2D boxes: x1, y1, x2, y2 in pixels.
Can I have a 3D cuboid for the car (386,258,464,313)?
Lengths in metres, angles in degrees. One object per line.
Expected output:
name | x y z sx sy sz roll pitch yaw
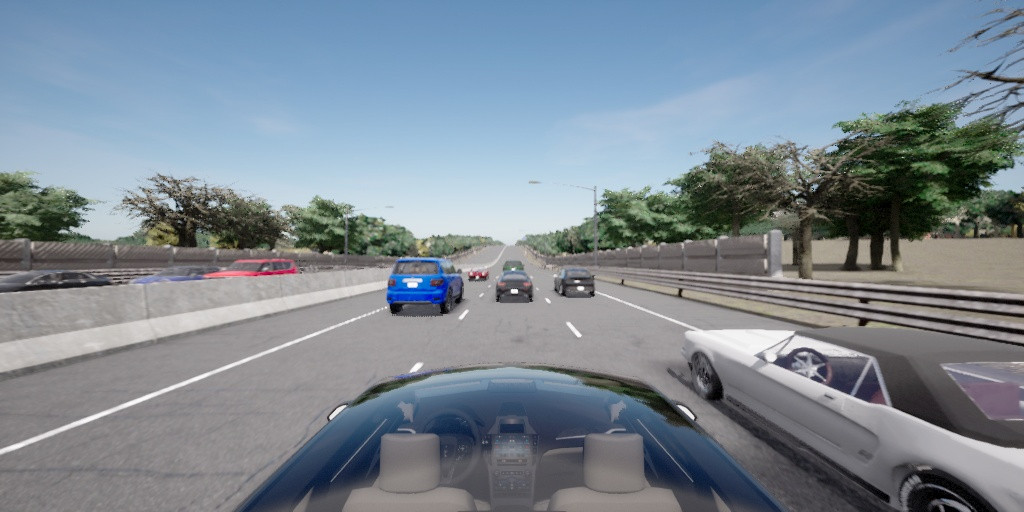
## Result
car | -3.390 1.119 14.904 2.150 2.045 5.566 0 -1 0

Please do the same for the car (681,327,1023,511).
car | 3.600 1.369 3.560 1.895 1.301 4.718 0 -1 0

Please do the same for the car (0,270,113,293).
car | -21.089 1.418 16.035 1.837 1.490 4.892 0 -1 0

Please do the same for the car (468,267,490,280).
car | -3.372 1.830 37.358 1.895 1.301 4.718 0 -1 0

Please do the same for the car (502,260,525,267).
car | 0.128 1.443 36.869 2.150 2.045 5.566 0 -1 0

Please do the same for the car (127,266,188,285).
car | -17.585 1.305 19.143 2.097 1.767 4.553 0 -1 0

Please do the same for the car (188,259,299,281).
car | -14.086 1.182 19.725 2.150 2.045 5.566 0 -1 0

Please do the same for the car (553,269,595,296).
car | 3.615 1.487 21.247 1.837 1.490 4.892 0 -1 0

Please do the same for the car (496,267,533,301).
car | 0.126 1.474 18.671 1.812 1.442 4.674 0 -1 0
